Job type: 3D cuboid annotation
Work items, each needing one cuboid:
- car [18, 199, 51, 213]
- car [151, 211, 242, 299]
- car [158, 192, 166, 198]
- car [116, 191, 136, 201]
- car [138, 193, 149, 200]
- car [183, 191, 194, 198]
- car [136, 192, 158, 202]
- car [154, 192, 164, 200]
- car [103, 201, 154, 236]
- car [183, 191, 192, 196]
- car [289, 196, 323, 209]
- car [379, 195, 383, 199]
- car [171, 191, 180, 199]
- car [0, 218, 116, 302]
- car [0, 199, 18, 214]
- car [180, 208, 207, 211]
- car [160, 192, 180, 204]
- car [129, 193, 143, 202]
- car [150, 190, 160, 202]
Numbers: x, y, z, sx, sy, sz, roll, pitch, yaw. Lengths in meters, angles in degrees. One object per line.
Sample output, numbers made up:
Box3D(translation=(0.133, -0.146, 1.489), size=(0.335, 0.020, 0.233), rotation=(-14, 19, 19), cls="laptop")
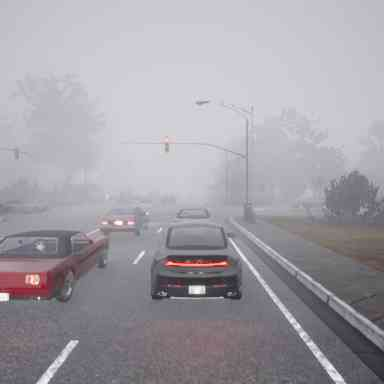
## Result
Box3D(translation=(-16.587, 1.370, 32.893), size=(4.718, 1.301, 1.895), rotation=(0, 0, -3), cls="car")
Box3D(translation=(0.088, 1.473, 8.321), size=(1.837, 1.490, 4.892), rotation=(0, 0, 0), cls="car")
Box3D(translation=(-7.597, 0.777, 83.918), size=(1.812, 1.442, 4.674), rotation=(0, 1, -3), cls="car")
Box3D(translation=(-10.688, 0.818, 53.803), size=(2.150, 2.045, 5.566), rotation=(0, 0, 0), cls="car")
Box3D(translation=(-10.737, 0.988, 73.776), size=(1.895, 1.301, 4.718), rotation=(0, 1, -1), cls="car")
Box3D(translation=(-0.666, 0.779, 85.241), size=(1.994, 1.385, 4.181), rotation=(0, 1, -4), cls="car")
Box3D(translation=(-7.189, 1.149, 53.283), size=(2.033, 1.411, 5.357), rotation=(0, 0, 0), cls="car")
Box3D(translation=(-7.232, 0.872, 73.649), size=(1.882, 1.535, 5.008), rotation=(0, 1, -1), cls="car")
Box3D(translation=(-3.445, 1.442, 17.731), size=(2.033, 1.411, 5.357), rotation=(0, 0, -1), cls="car")
Box3D(translation=(-1.418, 0.460, 95.118), size=(2.033, 1.411, 5.357), rotation=(0, 1, -7), cls="car")
Box3D(translation=(13.669, 1.216, 38.364), size=(4.902, 1.511, 2.128), rotation=(0, 0, -3), cls="car")
Box3D(translation=(23.753, 0.941, 38.952), size=(5.566, 2.045, 2.150), rotation=(0, 0, -4), cls="car")
Box3D(translation=(-3.805, 0.713, 76.465), size=(2.097, 1.767, 4.553), rotation=(0, 1, -2), cls="car")
Box3D(translation=(-3.412, 1.570, 8.142), size=(1.895, 1.301, 4.718), rotation=(0, 0, 0), cls="car")
Box3D(translation=(-18.528, 1.277, 29.272), size=(5.008, 1.535, 1.882), rotation=(0, 0, -3), cls="car")
Box3D(translation=(0.081, 1.496, 17.634), size=(1.895, 1.301, 4.718), rotation=(0, 0, 0), cls="car")
Box3D(translation=(-3.568, 0.946, 54.167), size=(2.097, 1.767, 4.553), rotation=(0, 0, 1), cls="car")
Box3D(translation=(-10.672, 0.984, 63.690), size=(1.882, 1.535, 5.008), rotation=(0, 1, 0), cls="car")
Box3D(translation=(-7.162, 0.730, 63.458), size=(2.150, 2.045, 5.566), rotation=(0, 1, -1), cls="car")
